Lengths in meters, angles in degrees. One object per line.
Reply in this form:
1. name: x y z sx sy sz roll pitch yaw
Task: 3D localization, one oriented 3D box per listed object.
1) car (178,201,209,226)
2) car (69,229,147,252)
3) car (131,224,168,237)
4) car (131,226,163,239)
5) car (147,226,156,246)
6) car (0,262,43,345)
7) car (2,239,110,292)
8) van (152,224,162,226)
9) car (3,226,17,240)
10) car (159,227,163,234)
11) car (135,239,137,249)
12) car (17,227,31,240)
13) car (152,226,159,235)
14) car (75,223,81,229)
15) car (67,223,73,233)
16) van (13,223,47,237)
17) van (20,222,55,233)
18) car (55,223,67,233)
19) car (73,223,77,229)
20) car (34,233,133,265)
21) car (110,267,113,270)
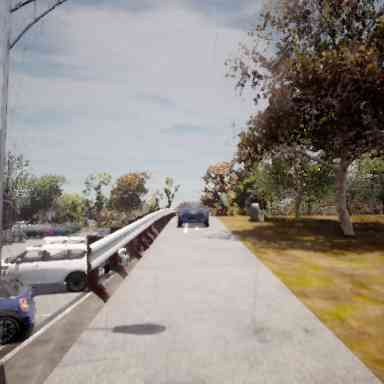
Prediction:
1. car: 0.093 1.414 24.177 2.097 1.767 4.553 0 0 0
2. car: -6.903 4.303 27.185 5.566 2.045 2.435 2 -4 -20
3. car: -7.006 6.273 54.300 5.566 2.045 2.435 2 -4 -20
4. car: -6.941 6.183 51.301 4.553 1.767 2.185 2 -4 -20
5. car: -6.869 4.744 33.232 5.566 2.045 2.435 2 -5 -20
6. car: -6.770 3.114 9.110 4.553 1.767 2.185 2 -4 -20
7. car: -6.844 3.425 15.122 5.566 2.045 2.435 2 -4 -20
8. van: -6.852 5.868 48.333 4.442 1.987 1.878 2 -5 -20
9. car: -23.904 5.341 39.711 4.553 1.767 2.185 1 -5 -20
10. car: -6.943 5.871 45.257 4.892 1.521 2.231 2 -4 -20
11. car: -6.875 4.337 24.167 4.892 1.521 2.231 2 -5 -20
12. car: -23.885 5.682 42.669 4.892 1.521 2.231 1 -4 -20
13. car: -6.974 5.525 42.253 4.553 1.767 2.185 2 -5 -20
14. car: -23.998 6.927 63.320 5.566 2.045 2.435 1 -4 -20
15. car: -23.927 6.501 57.452 5.566 2.045 2.435 1 -5 -20
16. van: -24.023 5.882 48.537 4.442 1.987 1.878 1 -4 -20
17. van: -24.034 6.096 51.488 4.442 1.987 1.878 1 -4 -20
18. car: -23.916 6.287 54.500 5.566 2.045 2.435 1 -5 -20
19. car: -23.944 6.995 60.391 4.792 1.488 2.163 1 -5 -20
20. car: -6.815 3.866 21.173 5.566 2.045 2.435 2 -5 -20
21. car: -6.864 3.925 18.117 4.792 1.488 2.163 2 -4 -20
